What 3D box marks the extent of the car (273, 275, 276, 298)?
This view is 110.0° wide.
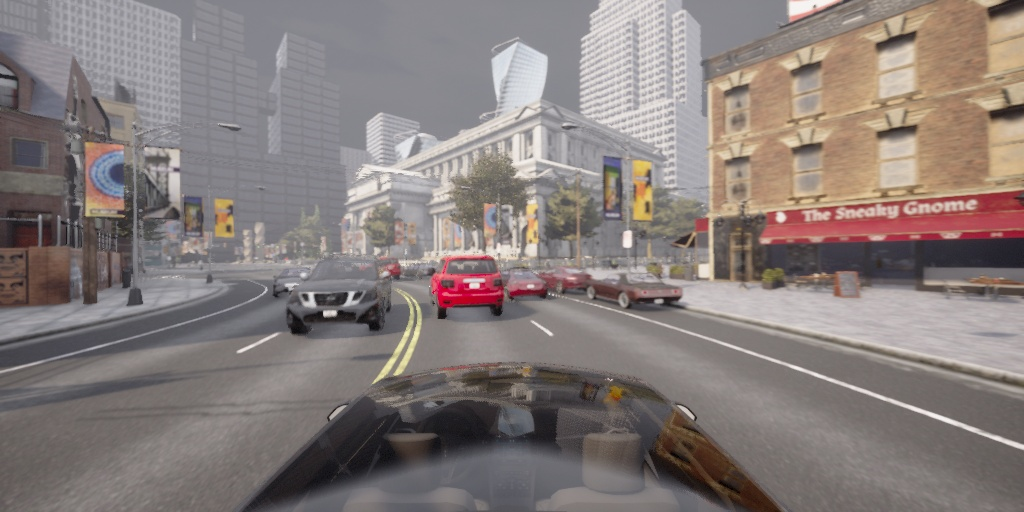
[{"bbox_3d":[-11.883,1.380,19.852,2.128,1.511,4.902,0,0,-27],"label":"car"}]

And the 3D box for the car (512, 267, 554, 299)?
[{"bbox_3d":[0.195,1.337,18.042,1.994,1.385,4.181,0,0,-19],"label":"car"}]

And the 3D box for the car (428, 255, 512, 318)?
[{"bbox_3d":[-1.850,1.006,13.471,2.150,2.045,5.566,0,0,-15],"label":"car"}]

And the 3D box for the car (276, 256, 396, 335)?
[{"bbox_3d":[-5.044,1.031,11.254,2.150,2.045,5.566,0,0,-15],"label":"car"}]

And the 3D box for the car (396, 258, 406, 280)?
[{"bbox_3d":[-11.918,1.127,32.382,2.150,2.045,5.566,0,0,-39],"label":"car"}]

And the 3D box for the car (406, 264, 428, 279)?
[{"bbox_3d":[-8.654,1.425,33.917,2.033,1.411,5.357,0,0,-39],"label":"car"}]
